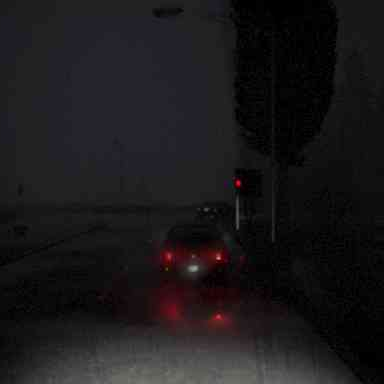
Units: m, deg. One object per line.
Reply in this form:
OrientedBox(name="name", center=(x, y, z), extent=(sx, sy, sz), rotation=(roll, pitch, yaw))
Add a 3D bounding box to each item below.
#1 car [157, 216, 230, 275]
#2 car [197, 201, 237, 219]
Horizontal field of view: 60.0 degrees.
OrientedBox(name="car", center=(0.070, 1.668, 10.645), extent=(1.895, 1.301, 4.718), rotation=(0, 0, 1))
OrientedBox(name="car", center=(2.377, 1.532, 29.234), extent=(2.097, 1.767, 4.553), rotation=(0, 0, 34))
